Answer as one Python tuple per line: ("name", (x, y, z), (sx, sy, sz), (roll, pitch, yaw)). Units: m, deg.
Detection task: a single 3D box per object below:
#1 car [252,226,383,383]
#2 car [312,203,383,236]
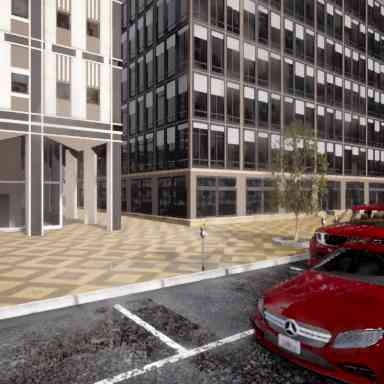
("car", (3.020, 1.525, 5.277), (4.674, 1.442, 1.812), (0, 0, -36))
("car", (5.885, 1.314, 10.588), (5.009, 1.841, 2.192), (0, 0, -36))
